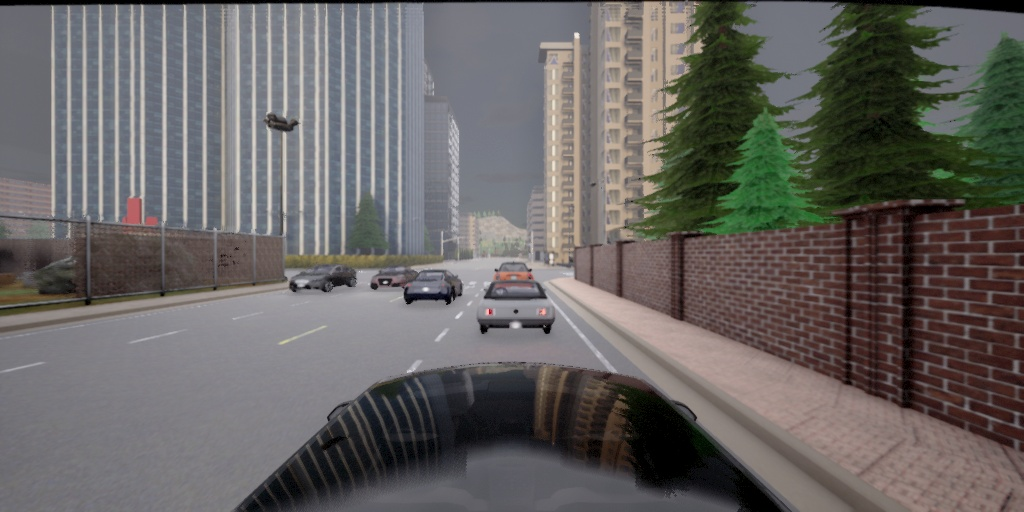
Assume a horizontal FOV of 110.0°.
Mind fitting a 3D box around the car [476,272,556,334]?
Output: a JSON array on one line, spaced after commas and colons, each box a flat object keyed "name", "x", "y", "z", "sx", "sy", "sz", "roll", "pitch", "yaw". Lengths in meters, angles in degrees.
[{"name": "car", "x": 0.092, "y": 1.335, "z": 10.605, "sx": 1.895, "sy": 1.301, "sz": 4.718, "roll": 0, "pitch": 0, "yaw": 0}]

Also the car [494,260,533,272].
[{"name": "car", "x": 0.080, "y": 1.071, "z": 19.645, "sx": 2.097, "sy": 1.767, "sz": 4.553, "roll": 0, "pitch": 0, "yaw": 0}]

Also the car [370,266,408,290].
[{"name": "car", "x": -7.026, "y": 1.280, "z": 21.870, "sx": 1.994, "sy": 1.385, "sz": 4.181, "roll": 0, "pitch": 0, "yaw": 0}]

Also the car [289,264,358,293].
[{"name": "car", "x": -10.538, "y": 1.211, "z": 20.397, "sx": 2.128, "sy": 1.511, "sz": 4.902, "roll": 0, "pitch": 0, "yaw": 0}]

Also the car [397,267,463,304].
[{"name": "car", "x": -3.414, "y": 1.289, "z": 16.203, "sx": 1.994, "sy": 1.385, "sz": 4.181, "roll": 0, "pitch": 0, "yaw": 0}]
